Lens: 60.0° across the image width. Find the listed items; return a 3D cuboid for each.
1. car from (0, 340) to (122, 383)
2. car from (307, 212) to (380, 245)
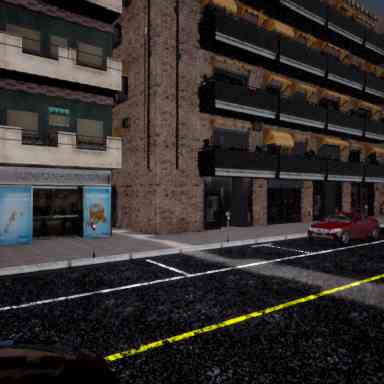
[{"bbox_3d":[-2.563,1.525,1.496,4.674,1.442,1.812,0,0,-35],"label":"car"},{"bbox_3d":[7.172,1.583,15.538,4.206,1.307,1.802,0,0,-35],"label":"car"}]
